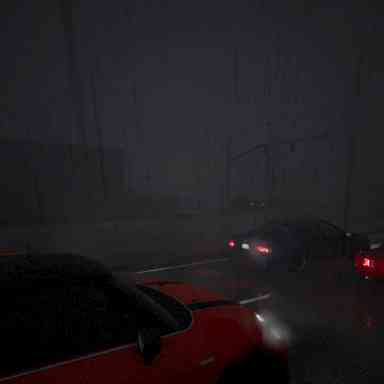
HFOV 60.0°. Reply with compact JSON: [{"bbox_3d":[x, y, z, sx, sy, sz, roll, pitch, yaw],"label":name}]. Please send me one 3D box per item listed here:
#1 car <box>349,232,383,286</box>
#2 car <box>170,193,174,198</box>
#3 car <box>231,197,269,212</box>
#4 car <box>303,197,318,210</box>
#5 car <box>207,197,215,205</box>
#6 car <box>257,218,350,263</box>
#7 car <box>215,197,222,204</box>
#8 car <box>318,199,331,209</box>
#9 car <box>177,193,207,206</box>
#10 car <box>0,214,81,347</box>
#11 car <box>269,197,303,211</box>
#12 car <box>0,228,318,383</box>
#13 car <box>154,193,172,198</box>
[{"bbox_3d":[6.108,1.601,8.144,4.718,1.301,1.895,0,0,-35],"label":"car"},{"bbox_3d":[-3.807,1.225,72.466,2.150,2.045,5.566,0,0,-36],"label":"car"},{"bbox_3d":[6.539,1.352,39.320,2.097,1.767,4.553,0,0,-26],"label":"car"},{"bbox_3d":[13.204,1.477,43.013,1.882,1.535,5.008,0,0,-36],"label":"car"},{"bbox_3d":[1.395,1.477,59.243,1.882,1.535,5.008,0,0,-36],"label":"car"},{"bbox_3d":[3.534,1.547,10.615,5.357,1.411,2.033,0,0,-35],"label":"car"},{"bbox_3d":[3.838,1.563,61.854,1.994,1.385,4.181,0,0,-36],"label":"car"},{"bbox_3d":[16.228,1.477,44.805,1.882,1.535,5.008,0,0,-36],"label":"car"},{"bbox_3d":[-0.244,1.478,55.538,1.882,1.535,5.008,0,0,-36],"label":"car"},{"bbox_3d":[-4.281,1.352,4.993,4.553,1.767,2.097,0,0,-35],"label":"car"},{"bbox_3d":[10.528,1.491,40.741,2.128,1.511,4.902,0,0,-36],"label":"car"},{"bbox_3d":[-1.222,1.352,2.875,4.553,1.767,2.097,0,0,-35],"label":"car"},{"bbox_3d":[-7.181,1.540,71.154,2.033,1.411,5.357,0,0,-36],"label":"car"}]
